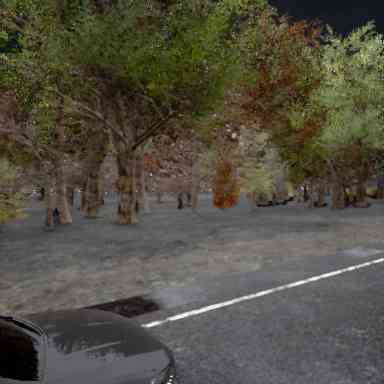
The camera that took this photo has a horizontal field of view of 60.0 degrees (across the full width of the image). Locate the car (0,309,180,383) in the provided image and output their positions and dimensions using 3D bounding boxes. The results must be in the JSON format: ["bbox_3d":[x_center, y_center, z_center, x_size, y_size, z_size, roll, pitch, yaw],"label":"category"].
[{"bbox_3d":[-2.342,1.518,2.075,4.892,1.490,1.837,-1,1,-35],"label":"car"}]
